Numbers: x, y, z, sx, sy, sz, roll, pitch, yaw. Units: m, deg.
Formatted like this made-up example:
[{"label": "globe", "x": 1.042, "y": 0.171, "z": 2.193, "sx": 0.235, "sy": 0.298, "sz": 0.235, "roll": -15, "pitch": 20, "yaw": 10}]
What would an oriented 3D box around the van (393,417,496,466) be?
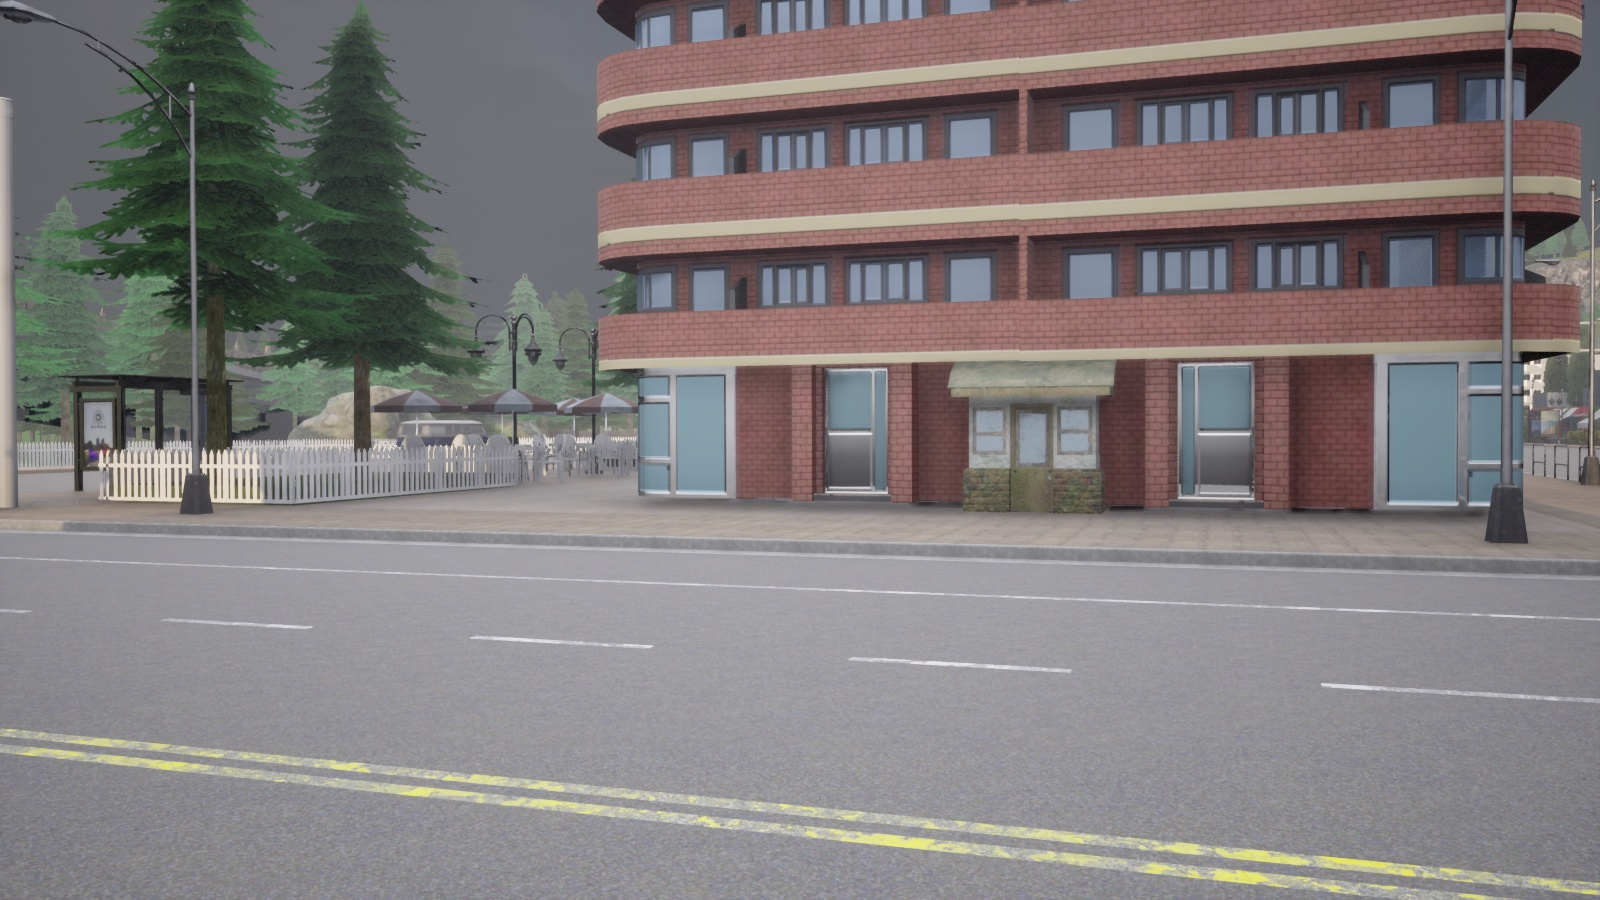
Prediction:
[{"label": "van", "x": -15.070, "y": -0.389, "z": 53.485, "sx": 1.775, "sy": 1.987, "sz": 4.442, "roll": 1, "pitch": 1, "yaw": 25}]
